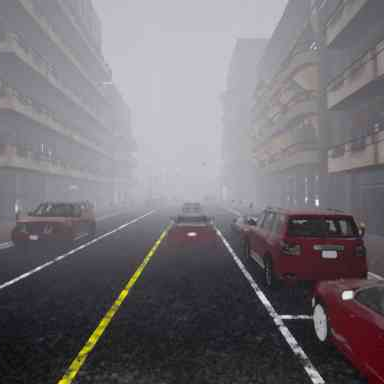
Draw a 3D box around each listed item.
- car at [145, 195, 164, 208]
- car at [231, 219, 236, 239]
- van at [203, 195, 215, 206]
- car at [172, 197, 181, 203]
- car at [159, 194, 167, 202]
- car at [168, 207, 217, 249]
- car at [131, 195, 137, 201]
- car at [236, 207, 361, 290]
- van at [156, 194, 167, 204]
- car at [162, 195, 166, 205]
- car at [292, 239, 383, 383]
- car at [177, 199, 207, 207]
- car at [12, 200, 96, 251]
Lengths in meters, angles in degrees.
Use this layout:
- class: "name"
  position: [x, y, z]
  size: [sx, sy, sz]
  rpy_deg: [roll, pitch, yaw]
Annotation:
- class: "car"
  position: [-5.643, 1.559, 47.675]
  size: [2.008, 1.369, 4.403]
  rpy_deg: [1, 0, 0]
- class: "car"
  position: [2.704, 1.584, 14.485]
  size: [1.802, 1.307, 4.206]
  rpy_deg: [1, 0, 0]
- class: "van"
  position: [2.708, 1.350, 53.268]
  size: [1.690, 1.788, 3.998]
  rpy_deg: [1, 0, 0]
- class: "car"
  position: [-3.005, 1.669, 67.313]
  size: [1.895, 1.301, 4.718]
  rpy_deg: [0, 0, 0]
- class: "car"
  position: [-5.644, 1.576, 58.755]
  size: [1.947, 1.339, 4.313]
  rpy_deg: [1, 0, 0]
- class: "car"
  position: [0.000, 1.575, 14.653]
  size: [1.994, 1.385, 4.181]
  rpy_deg: [0, 0, 0]
- class: "car"
  position: [-16.491, 1.511, 86.942]
  size: [4.097, 1.590, 1.967]
  rpy_deg: [0, -1, 0]
- class: "car"
  position: [2.709, 1.315, 8.945]
  size: [2.192, 1.841, 5.009]
  rpy_deg: [1, 0, 0]
- class: "van"
  position: [-5.809, 1.352, 64.296]
  size: [1.690, 1.788, 3.998]
  rpy_deg: [1, 0, 0]
- class: "car"
  position: [-5.644, 1.591, 53.216]
  size: [1.802, 1.307, 4.206]
  rpy_deg: [1, 0, 0]
- class: "car"
  position: [2.704, 1.543, 3.404]
  size: [1.887, 1.381, 4.507]
  rpy_deg: [1, 0, 0]
- class: "car"
  position: [0.000, 1.569, 29.655]
  size: [2.033, 1.411, 5.357]
  rpy_deg: [0, 0, 0]
- class: "car"
  position: [-5.672, 1.317, 14.433]
  size: [2.192, 1.841, 5.009]
  rpy_deg: [1, 0, 0]
